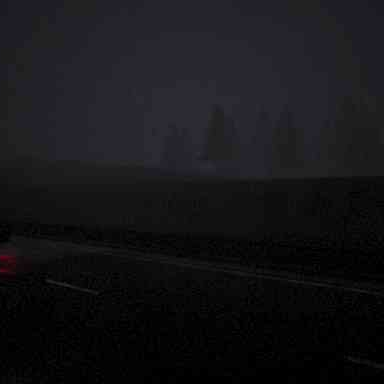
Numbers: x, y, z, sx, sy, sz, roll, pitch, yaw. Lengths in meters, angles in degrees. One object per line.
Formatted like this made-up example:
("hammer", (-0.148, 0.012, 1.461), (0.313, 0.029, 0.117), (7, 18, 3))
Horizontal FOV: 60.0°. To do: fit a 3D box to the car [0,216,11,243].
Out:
("car", (-10.427, 1.658, 15.726), (4.892, 1.490, 1.837), (-1, 0, 36))
